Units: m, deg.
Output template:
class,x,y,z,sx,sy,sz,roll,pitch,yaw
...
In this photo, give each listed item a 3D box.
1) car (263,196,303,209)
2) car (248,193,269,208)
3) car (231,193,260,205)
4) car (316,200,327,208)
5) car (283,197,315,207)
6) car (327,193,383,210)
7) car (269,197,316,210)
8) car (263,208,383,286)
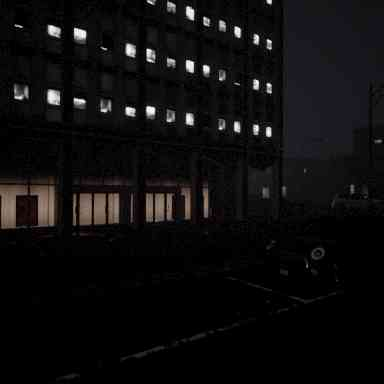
class,x,y,z,sx,sy,sz,roll,pitch,yaw
car,11.858,1.353,43.609,1.882,1.535,5.008,0,0,-35
car,8.613,1.168,43.756,2.192,1.841,5.009,1,0,-35
car,9.210,1.168,57.629,2.192,1.841,5.009,1,0,-35
car,18.557,1.447,44.105,1.752,1.417,4.829,1,0,-35
car,15.505,1.481,48.520,1.802,1.307,4.206,1,0,-35
car,17.684,1.141,35.141,2.150,2.045,5.566,0,0,-36
car,11.760,1.427,39.201,2.008,1.369,4.403,1,0,-35
car,3.879,1.441,9.328,4.097,1.590,1.967,0,0,-36
